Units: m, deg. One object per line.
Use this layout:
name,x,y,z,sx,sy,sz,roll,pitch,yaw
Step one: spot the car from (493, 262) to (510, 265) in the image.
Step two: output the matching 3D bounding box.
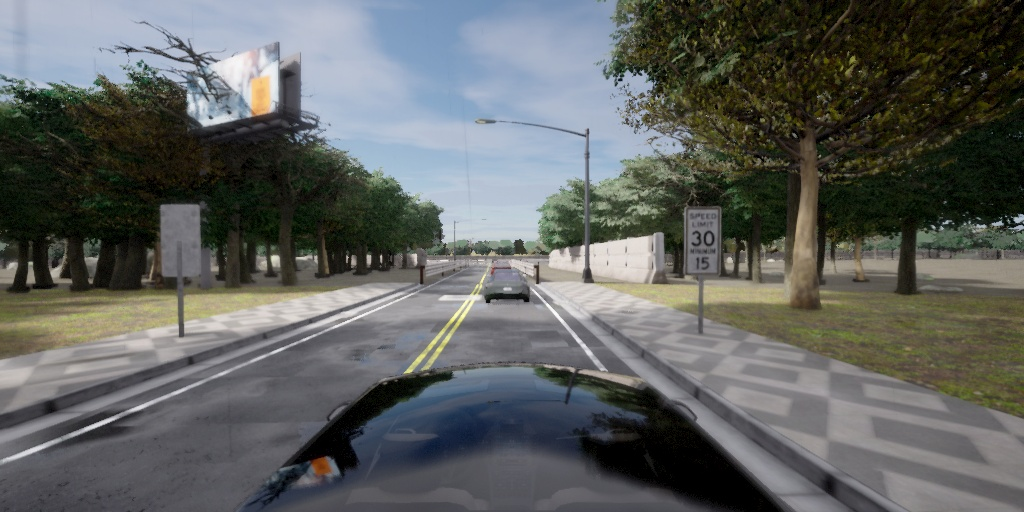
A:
car,-0.920,1.222,31.589,1.882,1.535,5.008,0,0,-3

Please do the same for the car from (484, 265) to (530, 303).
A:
car,-0.243,1.315,16.572,1.994,1.385,4.181,0,0,-2
